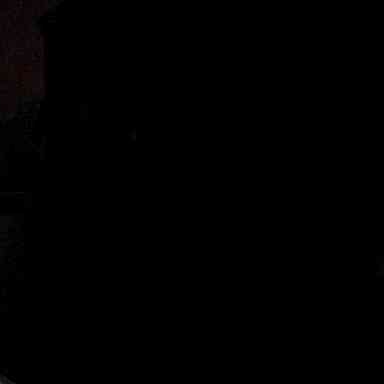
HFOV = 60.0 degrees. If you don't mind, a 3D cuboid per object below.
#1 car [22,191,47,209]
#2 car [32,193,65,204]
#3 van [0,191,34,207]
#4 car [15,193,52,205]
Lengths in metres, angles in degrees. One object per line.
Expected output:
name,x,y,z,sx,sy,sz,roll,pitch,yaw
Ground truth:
car,-15.709,0.885,36.973,5.566,2.045,2.435,-2,2,24
car,-22.483,0.971,51.968,4.674,1.452,2.002,-2,3,24
van,-24.656,1.019,46.816,4.442,1.987,1.878,-2,2,24
car,-23.622,1.093,49.423,4.892,1.521,2.231,-2,2,24
